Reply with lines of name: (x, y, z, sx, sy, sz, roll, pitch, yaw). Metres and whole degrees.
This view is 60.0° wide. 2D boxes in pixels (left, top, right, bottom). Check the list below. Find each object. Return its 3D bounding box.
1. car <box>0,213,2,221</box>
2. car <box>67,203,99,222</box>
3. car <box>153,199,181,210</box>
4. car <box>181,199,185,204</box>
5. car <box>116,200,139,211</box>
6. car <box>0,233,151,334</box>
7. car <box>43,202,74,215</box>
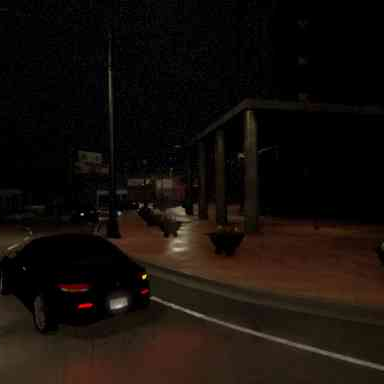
car: (-16.657, 1.833, 25.958, 4.902, 1.511, 2.128, -1, -1, 39)
car: (-9.631, 1.889, 30.143, 1.994, 1.385, 4.181, 0, 0, -9)
car: (-4.079, 1.818, 51.627, 2.097, 1.767, 4.553, -1, -1, 27)
car: (-2.779, 2.050, 62.073, 1.837, 1.490, 4.892, -1, -1, 28)
car: (-9.804, 1.988, 48.734, 1.837, 1.490, 4.892, -1, 0, 28)
car: (-2.634, 1.604, 6.978, 1.812, 1.442, 4.674, -1, 0, -40)
car: (-15.445, 1.932, 40.263, 1.882, 1.535, 5.008, -1, -1, 39)
